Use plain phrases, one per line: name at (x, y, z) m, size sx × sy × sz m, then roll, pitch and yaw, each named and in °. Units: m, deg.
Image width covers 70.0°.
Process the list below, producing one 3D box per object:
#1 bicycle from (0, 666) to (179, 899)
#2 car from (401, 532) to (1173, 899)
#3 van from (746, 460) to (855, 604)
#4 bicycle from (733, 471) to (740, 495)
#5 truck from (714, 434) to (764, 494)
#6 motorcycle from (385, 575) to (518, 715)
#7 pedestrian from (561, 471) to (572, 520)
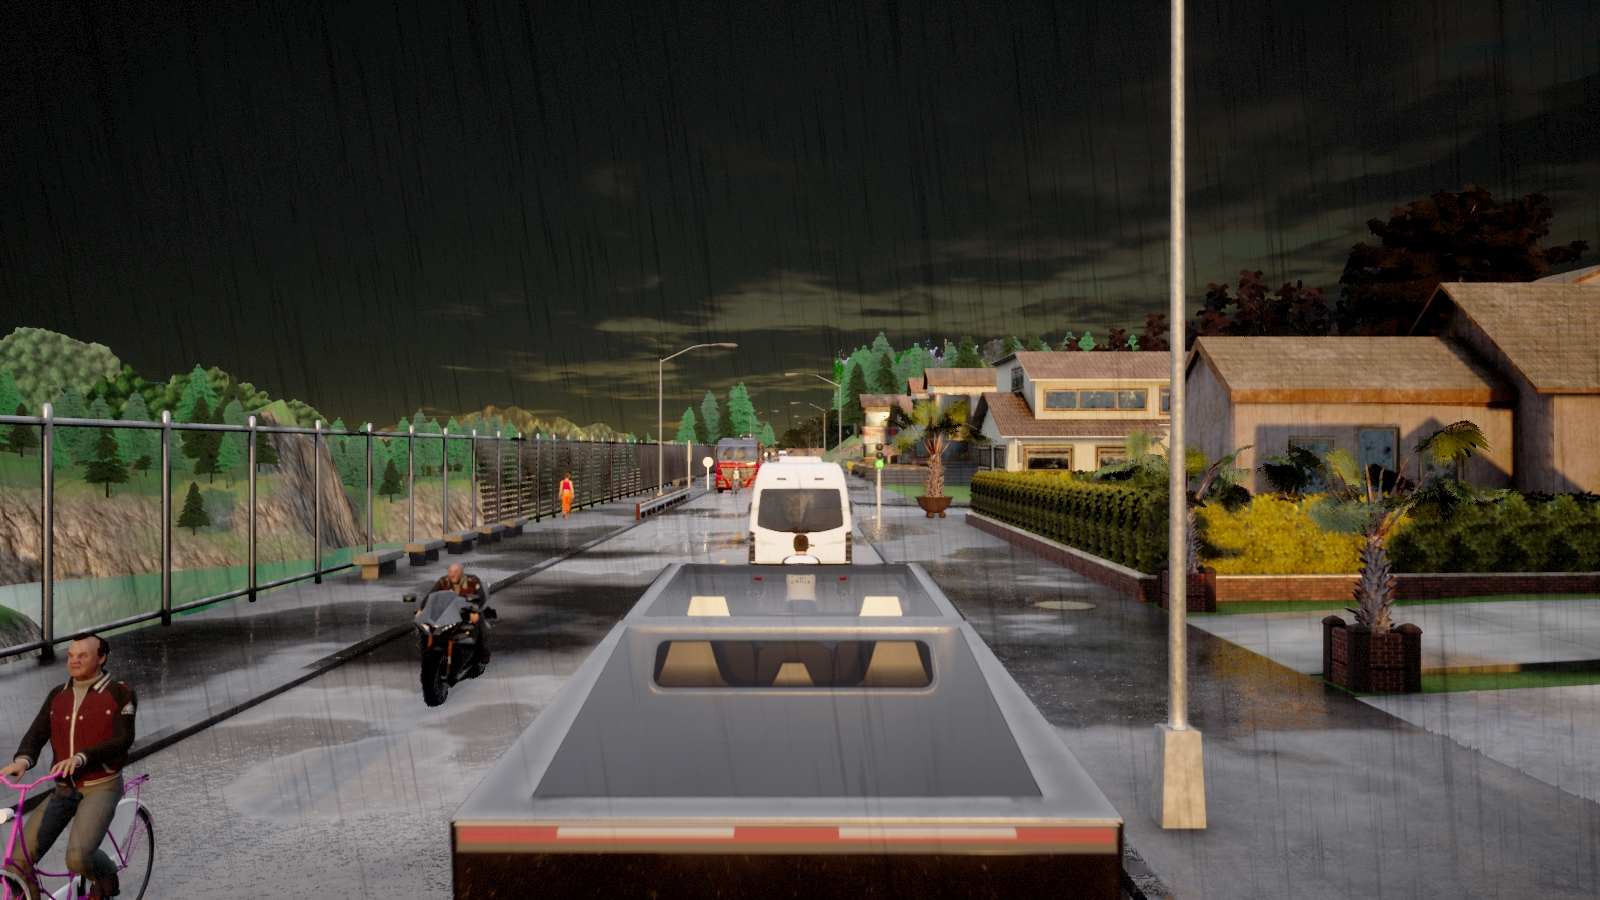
bicycle at (-3.984, 2.059, 6.098) m, size 0.329 × 1.471 × 1.835 m, roll 0°, pitch 0°, yaw 0°
car at (-0.031, 1.752, 6.670) m, size 2.390 × 2.098 × 6.274 m, roll 0°, pitch 0°, yaw 0°
van at (0.013, 1.531, 23.885) m, size 1.988 × 2.561 × 5.915 m, roll 0°, pitch 0°, yaw 0°
bicycle at (-3.969, 2.045, 71.190) m, size 0.373 × 1.496 × 1.643 m, roll 0°, pitch 0°, yaw 0°
truck at (-3.968, 0.879, 76.477) m, size 2.891 × 3.827 × 8.468 m, roll 0°, pitch 0°, yaw 0°
motorcycle at (-3.995, 2.203, 13.308) m, size 0.867 × 1.251 × 2.209 m, roll 0°, pitch 0°, yaw 0°
pedestrian at (-8.988, 1.738, 43.964) m, size 0.375 × 1.860 × 0.375 m, roll 0°, pitch 0°, yaw -6°
